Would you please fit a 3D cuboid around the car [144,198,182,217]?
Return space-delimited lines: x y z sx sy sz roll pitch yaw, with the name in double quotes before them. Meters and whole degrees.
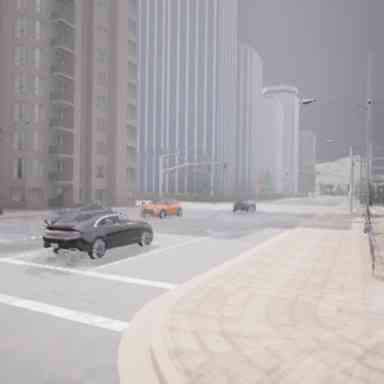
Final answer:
"car" -2.735 1.384 29.928 2.097 1.767 4.553 1 0 27

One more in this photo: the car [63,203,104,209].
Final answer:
"car" -7.077 1.471 21.240 1.837 1.490 4.892 1 0 26

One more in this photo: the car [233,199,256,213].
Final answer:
"car" 6.377 1.673 40.134 1.837 1.490 4.892 1 0 25

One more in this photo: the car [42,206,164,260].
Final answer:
"car" -3.330 1.508 12.782 2.128 1.511 4.902 1 0 25
